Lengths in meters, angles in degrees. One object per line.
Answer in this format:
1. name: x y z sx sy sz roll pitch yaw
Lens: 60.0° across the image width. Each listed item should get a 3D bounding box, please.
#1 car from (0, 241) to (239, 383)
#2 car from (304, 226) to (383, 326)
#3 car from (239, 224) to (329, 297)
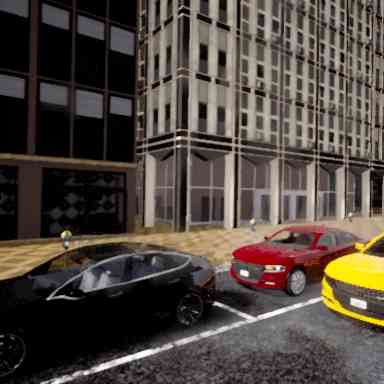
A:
1. car: -1.539 1.570 5.446 4.313 1.339 1.947 0 1 -35
2. car: 4.660 1.493 6.705 5.008 1.535 1.882 0 0 -36
3. car: 2.999 1.560 8.685 4.507 1.381 1.887 0 1 -35
